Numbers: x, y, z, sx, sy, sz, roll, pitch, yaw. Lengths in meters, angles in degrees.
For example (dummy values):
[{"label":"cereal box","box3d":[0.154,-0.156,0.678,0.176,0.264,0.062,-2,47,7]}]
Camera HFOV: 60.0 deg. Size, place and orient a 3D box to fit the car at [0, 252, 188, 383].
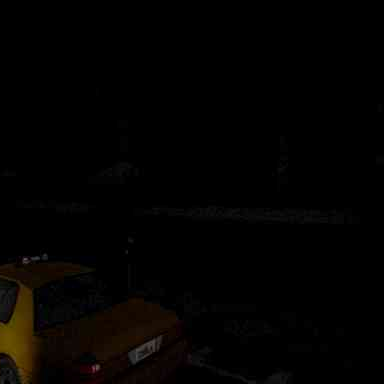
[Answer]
[{"label":"car","box3d":[-2.333,1.525,4.625,4.829,1.417,1.752,0,0,35]}]
